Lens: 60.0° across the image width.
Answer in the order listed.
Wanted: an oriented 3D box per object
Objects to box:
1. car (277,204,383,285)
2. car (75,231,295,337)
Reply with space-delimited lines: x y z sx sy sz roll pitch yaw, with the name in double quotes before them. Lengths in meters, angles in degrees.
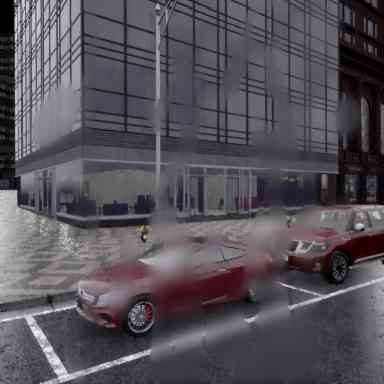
"car" 4.322 1.315 9.721 5.009 1.841 2.192 0 0 -35
"car" -0.099 1.582 6.575 4.206 1.307 1.802 0 0 -35
